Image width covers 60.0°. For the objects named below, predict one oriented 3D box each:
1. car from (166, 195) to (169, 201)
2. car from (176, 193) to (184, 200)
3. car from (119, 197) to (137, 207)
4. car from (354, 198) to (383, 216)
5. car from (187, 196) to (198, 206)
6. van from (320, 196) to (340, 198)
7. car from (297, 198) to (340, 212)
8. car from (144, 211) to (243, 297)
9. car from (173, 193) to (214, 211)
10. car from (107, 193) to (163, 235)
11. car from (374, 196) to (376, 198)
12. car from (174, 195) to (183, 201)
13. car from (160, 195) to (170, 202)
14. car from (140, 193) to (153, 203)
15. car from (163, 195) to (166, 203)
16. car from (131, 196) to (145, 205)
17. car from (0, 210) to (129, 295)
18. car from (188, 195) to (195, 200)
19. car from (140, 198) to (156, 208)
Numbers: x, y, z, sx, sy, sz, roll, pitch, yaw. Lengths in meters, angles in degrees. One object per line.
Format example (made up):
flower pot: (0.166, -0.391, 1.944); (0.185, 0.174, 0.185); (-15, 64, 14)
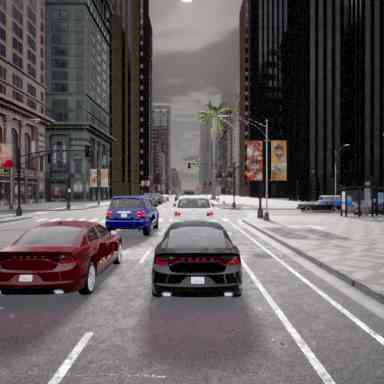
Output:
car: (-6.539, 1.600, 70.422); (1.895, 1.301, 4.718); (0, 0, 0)
car: (-3.301, 1.195, 92.029); (2.097, 1.767, 4.553); (0, 0, 0)
car: (-9.912, 1.494, 51.832); (2.128, 1.511, 4.902); (0, 0, -3)
car: (17.053, 1.549, 31.272); (4.403, 1.369, 2.008); (0, 0, 0)
car: (0.056, 1.508, 56.461); (1.837, 1.490, 4.892); (0, 0, 0)
van: (17.044, 1.315, 39.796); (3.998, 1.788, 1.690); (0, 0, 0)
car: (14.224, 1.584, 37.133); (4.718, 1.301, 1.895); (0, 0, 0)
car: (0.094, 1.477, 8.608); (1.882, 1.535, 5.008); (0, 0, 0)
car: (0.091, 1.221, 18.568); (2.150, 2.045, 5.566); (0, 0, 0)
car: (-3.189, 1.221, 18.626); (2.150, 2.045, 5.566); (0, 0, 2)
car: (22.721, 1.285, 39.801); (5.009, 1.841, 2.192); (0, 0, 0)
car: (-3.296, 1.498, 81.639); (1.837, 1.490, 4.892); (0, 0, 0)
car: (-6.545, 1.531, 80.616); (2.128, 1.511, 4.902); (0, 0, 0)
car: (-9.791, 1.230, 71.875); (2.150, 2.045, 5.566); (0, 0, 0)
car: (-6.605, 1.225, 60.351); (2.150, 2.045, 5.566); (0, 0, 1)
car: (-9.847, 1.529, 61.476); (1.812, 1.442, 4.674); (0, 0, 0)
car: (-3.155, 1.477, 8.761); (1.882, 1.535, 5.008); (0, 0, 0)
car: (-0.052, 1.485, 91.978); (1.882, 1.535, 5.008); (0, 0, 0)
car: (-6.607, 1.603, 50.583); (1.895, 1.301, 4.718); (0, 0, -1)
